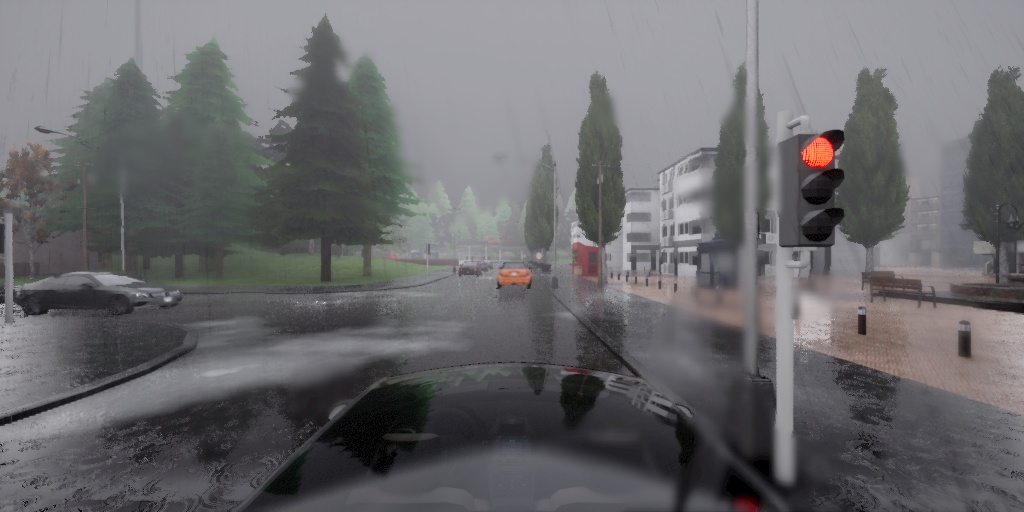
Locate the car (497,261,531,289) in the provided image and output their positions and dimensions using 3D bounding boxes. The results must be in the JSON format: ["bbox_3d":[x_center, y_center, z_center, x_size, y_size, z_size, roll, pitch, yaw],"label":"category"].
[{"bbox_3d":[0.170,1.102,23.515,2.097,1.767,4.553,0,0,1],"label":"car"}]

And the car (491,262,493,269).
[{"bbox_3d":[-4.039,1.276,55.776,1.812,1.442,4.674,0,0,0],"label":"car"}]

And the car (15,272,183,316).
[{"bbox_3d":[-14.537,1.276,12.721,4.674,1.442,1.812,0,0,0],"label":"car"}]

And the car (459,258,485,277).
[{"bbox_3d":[-4.095,1.228,35.729,1.882,1.535,5.008,0,0,0],"label":"car"}]

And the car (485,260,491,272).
[{"bbox_3d":[-4.081,1.314,45.649,1.994,1.385,4.181,0,0,0],"label":"car"}]
